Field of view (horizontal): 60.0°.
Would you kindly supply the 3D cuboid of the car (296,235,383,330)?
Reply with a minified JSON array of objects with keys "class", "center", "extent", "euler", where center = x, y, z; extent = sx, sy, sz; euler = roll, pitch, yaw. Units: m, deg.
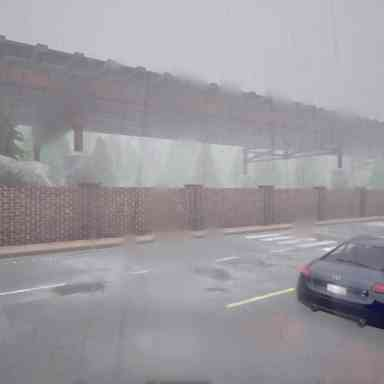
[{"class":"car","center":[3.995,1.564,6.612],"extent":[4.181,1.385,1.994],"euler":[0,0,-36]}]
